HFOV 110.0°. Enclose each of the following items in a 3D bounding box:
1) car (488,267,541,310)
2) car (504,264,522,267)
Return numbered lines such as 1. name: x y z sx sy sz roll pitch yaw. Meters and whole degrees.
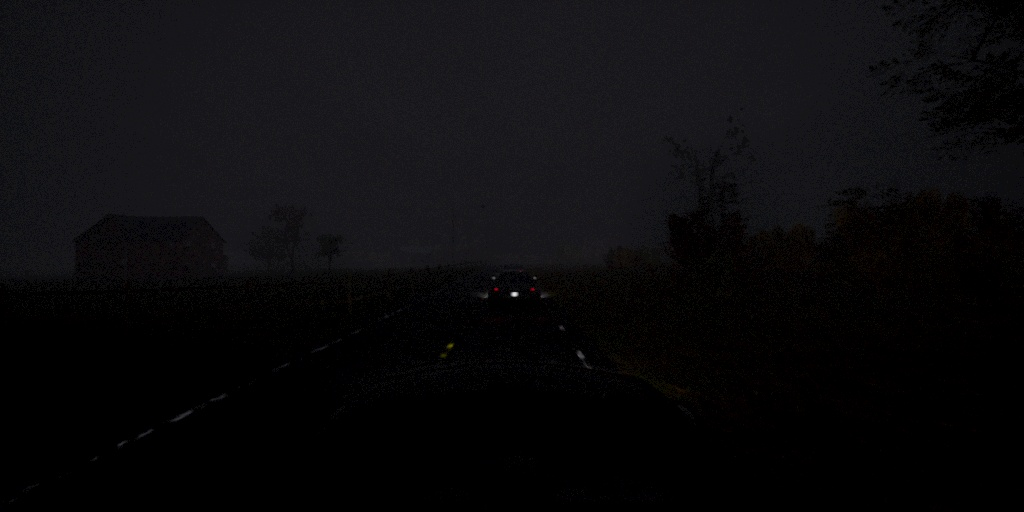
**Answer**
1. car: 0.093 1.310 14.612 1.994 1.385 4.181 0 0 0
2. car: 0.097 1.347 32.680 1.895 1.301 4.718 0 0 0
